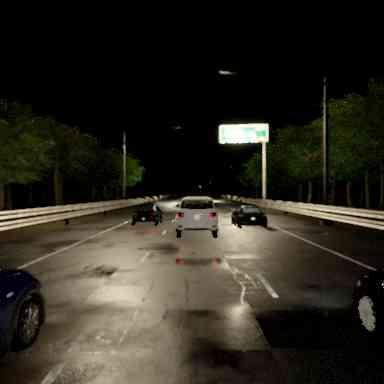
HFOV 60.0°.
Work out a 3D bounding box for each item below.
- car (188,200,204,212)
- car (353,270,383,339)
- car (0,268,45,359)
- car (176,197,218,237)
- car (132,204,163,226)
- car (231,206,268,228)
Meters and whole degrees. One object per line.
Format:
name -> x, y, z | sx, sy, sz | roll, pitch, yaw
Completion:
car -> 0.474, 1.707, 40.679 | 1.895, 1.301, 4.718 | 0, 0, 1
car -> 3.630, 1.516, 3.715 | 1.837, 1.490, 4.892 | 0, 0, 1
car -> -3.374, 1.361, 3.405 | 2.097, 1.767, 4.553 | 0, 0, 1
car -> 0.268, 1.274, 18.610 | 2.150, 2.045, 5.566 | 0, 0, 1
car -> -3.178, 1.593, 24.184 | 1.812, 1.442, 4.674 | 0, 0, 1
car -> 3.807, 1.628, 22.621 | 1.994, 1.385, 4.181 | 0, 0, 1
